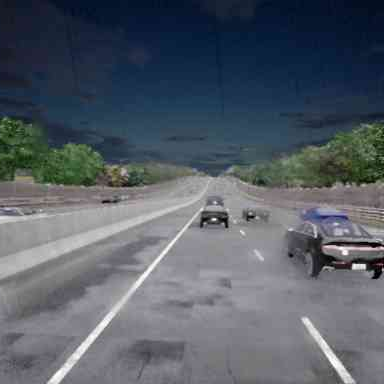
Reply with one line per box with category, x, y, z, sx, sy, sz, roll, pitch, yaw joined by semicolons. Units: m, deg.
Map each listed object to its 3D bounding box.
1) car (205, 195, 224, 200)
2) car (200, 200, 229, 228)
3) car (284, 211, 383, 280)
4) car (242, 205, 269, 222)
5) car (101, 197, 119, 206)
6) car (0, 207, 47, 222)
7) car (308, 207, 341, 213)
car;2.893;1.470;42.945;2.150;2.045;5.566;1;0;4
car;1.572;1.583;23.459;1.882;1.535;5.008;1;0;4
car;4.207;1.604;10.460;2.128;1.511;4.902;1;0;4
car;5.458;1.816;29.028;1.895;1.301;4.718;1;0;4
car;-13.844;1.509;56.318;1.895;1.301;4.718;1;0;4
car;-9.559;1.449;17.367;1.895;1.301;4.718;1;0;4
car;8.477;1.719;21.766;1.882;1.535;5.008;1;0;4
